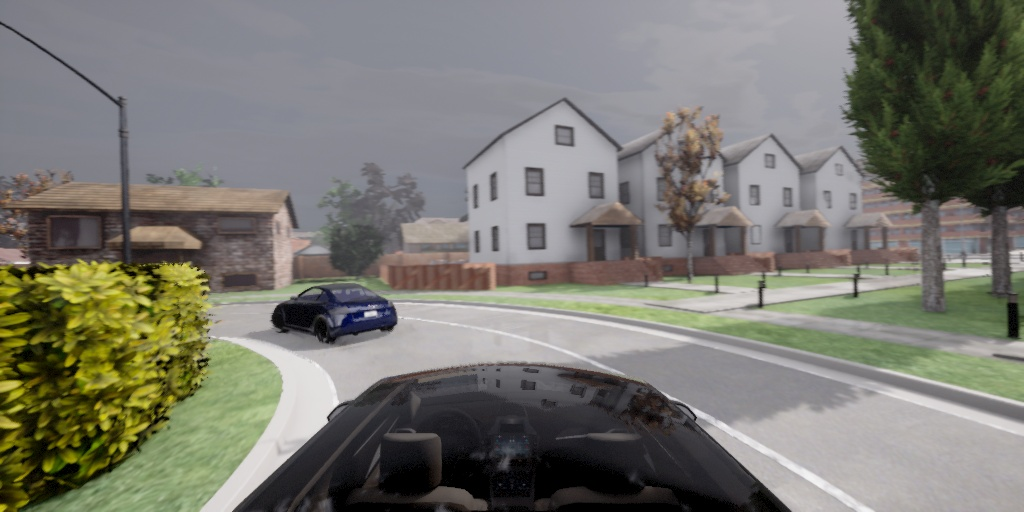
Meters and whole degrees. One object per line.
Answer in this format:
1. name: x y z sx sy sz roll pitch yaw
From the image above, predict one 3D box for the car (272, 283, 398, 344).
1. car: -5.194 1.501 10.381 4.181 1.385 1.994 -2 0 38
